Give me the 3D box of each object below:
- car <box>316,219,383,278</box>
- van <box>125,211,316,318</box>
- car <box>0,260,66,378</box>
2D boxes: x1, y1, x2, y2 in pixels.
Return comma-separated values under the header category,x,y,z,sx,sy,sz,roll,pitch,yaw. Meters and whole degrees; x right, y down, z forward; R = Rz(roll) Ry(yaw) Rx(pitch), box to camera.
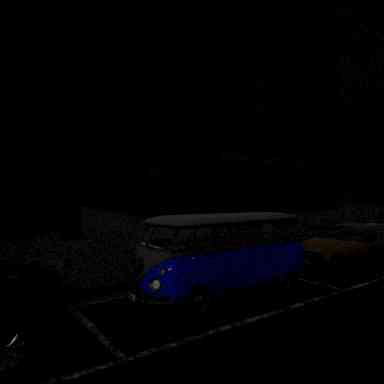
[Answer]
category,x,y,z,sx,sy,sz,roll,pitch,yaw
car,4.933,1.526,10.177,4.829,1.417,1.752,0,0,-36
van,0.646,1.341,7.116,3.998,1.788,1.690,0,0,-36
car,-3.779,1.566,3.956,4.313,1.339,1.947,0,0,-36
